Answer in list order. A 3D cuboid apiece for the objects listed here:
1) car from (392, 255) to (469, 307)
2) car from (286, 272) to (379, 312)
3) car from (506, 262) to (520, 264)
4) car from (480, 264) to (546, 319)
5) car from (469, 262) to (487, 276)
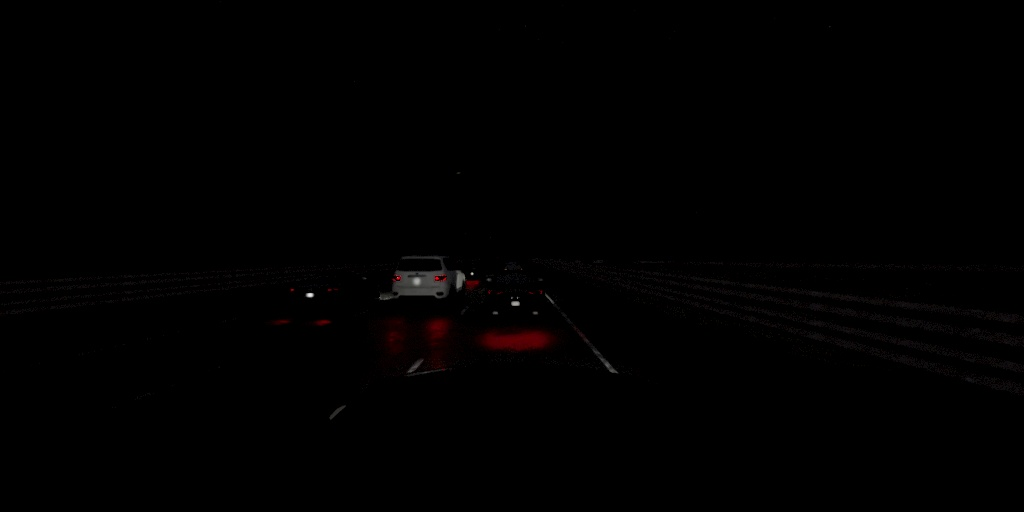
[{"bbox_3d":[-3.395,0.967,15.487,2.150,2.045,5.566,0,0,0],"label":"car"},{"bbox_3d":[-6.897,1.310,14.253,1.994,1.385,4.181,0,0,0],"label":"car"},{"bbox_3d":[0.107,1.277,33.647,1.812,1.442,4.674,0,0,0],"label":"car"},{"bbox_3d":[0.104,1.223,12.796,1.882,1.535,5.008,0,0,0],"label":"car"},{"bbox_3d":[-3.387,1.243,32.866,1.837,1.490,4.892,1,0,0],"label":"car"}]
